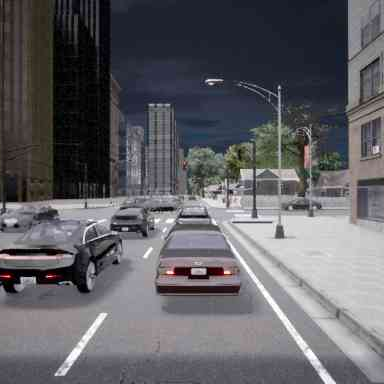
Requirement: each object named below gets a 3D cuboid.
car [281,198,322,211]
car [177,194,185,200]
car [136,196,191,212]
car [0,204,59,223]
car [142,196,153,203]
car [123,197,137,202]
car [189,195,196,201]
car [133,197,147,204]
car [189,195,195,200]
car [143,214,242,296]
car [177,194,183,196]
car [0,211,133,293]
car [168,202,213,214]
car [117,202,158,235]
[{"bbox_3d":[13.298,1.554,40.720,4.892,1.490,1.837,0,-1,0],"label":"car"},{"bbox_3d":[-3.215,1.357,93.903,2.097,1.767,4.553,0,0,0],"label":"car"},{"bbox_3d":[-2.843,1.474,34.144,4.902,1.511,2.128,0,0,0],"label":"car"},{"bbox_3d":[-9.766,1.491,20.288,2.128,1.511,4.902,0,0,0],"label":"car"},{"bbox_3d":[-9.723,1.518,73.212,1.812,1.442,4.674,0,0,0],"label":"car"},{"bbox_3d":[-9.806,1.487,53.781,2.128,1.511,4.902,0,0,1],"label":"car"},{"bbox_3d":[0.032,1.496,84.112,1.837,1.490,4.892,0,0,0],"label":"car"},{"bbox_3d":[-9.769,1.596,63.100,1.895,1.301,4.718,0,0,1],"label":"car"},{"bbox_3d":[0.035,1.527,94.348,1.812,1.442,4.674,0,0,0],"label":"car"},{"bbox_3d":[0.094,1.545,8.768,2.033,1.411,5.357,0,0,-1],"label":"car"},{"bbox_3d":[-3.123,1.520,64.490,1.812,1.442,4.674,0,0,0],"label":"car"},{"bbox_3d":[-3.148,1.492,8.839,2.128,1.511,4.902,0,0,0],"label":"car"},{"bbox_3d":[0.105,1.491,17.821,2.128,1.511,4.902,0,0,0],"label":"car"},{"bbox_3d":[-3.143,1.504,18.099,1.837,1.490,4.892,0,0,0],"label":"car"}]
